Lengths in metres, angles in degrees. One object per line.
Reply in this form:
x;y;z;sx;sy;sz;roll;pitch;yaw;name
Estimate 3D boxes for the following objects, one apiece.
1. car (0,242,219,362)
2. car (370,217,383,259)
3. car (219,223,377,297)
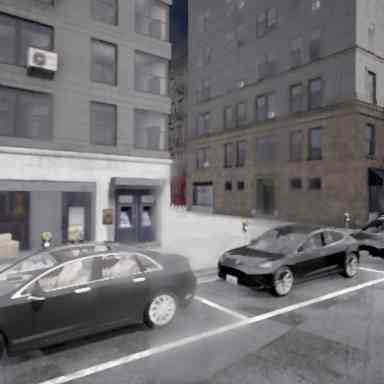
-1.957;1.554;5.361;4.403;1.369;2.008;0;0;-35;car
7.287;1.590;11.941;4.313;1.339;1.947;0;0;-35;car
2.665;1.580;8.651;4.313;1.339;1.947;0;0;-35;car
